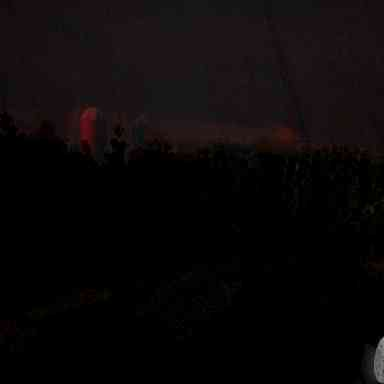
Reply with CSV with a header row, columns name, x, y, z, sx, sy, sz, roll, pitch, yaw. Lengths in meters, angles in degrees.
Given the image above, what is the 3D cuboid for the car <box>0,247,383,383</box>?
name,x,y,z,sx,sy,sz,roll,pitch,yaw
car,0.510,1.473,3.805,5.008,1.535,1.882,0,0,-32
